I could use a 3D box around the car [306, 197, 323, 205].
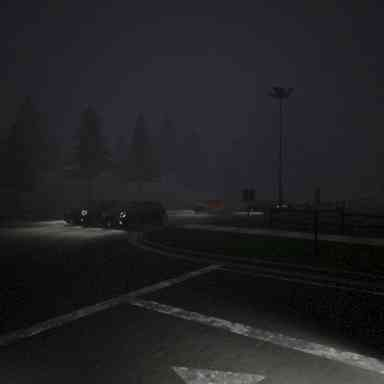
[{"bbox_3d":[20.777,1.526,56.275,1.812,1.442,4.674,0,0,35],"label":"car"}]

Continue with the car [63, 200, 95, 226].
[{"bbox_3d":[-6.573,1.351,23.597,2.097,1.767,4.553,0,0,35],"label":"car"}]

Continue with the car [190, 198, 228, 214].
[{"bbox_3d":[2.102,1.478,35.943,1.882,1.535,5.008,0,0,35],"label":"car"}]

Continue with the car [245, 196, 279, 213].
[{"bbox_3d":[7.988,1.547,38.234,2.033,1.411,5.357,0,0,35],"label":"car"}]

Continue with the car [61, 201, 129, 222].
[{"bbox_3d":[-7.929,1.547,27.756,2.033,1.411,5.357,0,0,35],"label":"car"}]

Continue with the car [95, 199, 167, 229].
[{"bbox_3d":[-3.657,1.351,21.660,2.097,1.767,4.553,0,0,35],"label":"car"}]

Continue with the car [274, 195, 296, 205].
[{"bbox_3d":[15.787,1.565,55.320,1.994,1.385,4.181,0,0,36],"label":"car"}]

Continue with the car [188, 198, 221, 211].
[{"bbox_3d":[1.593,1.526,41.279,1.812,1.442,4.674,0,0,35],"label":"car"}]
